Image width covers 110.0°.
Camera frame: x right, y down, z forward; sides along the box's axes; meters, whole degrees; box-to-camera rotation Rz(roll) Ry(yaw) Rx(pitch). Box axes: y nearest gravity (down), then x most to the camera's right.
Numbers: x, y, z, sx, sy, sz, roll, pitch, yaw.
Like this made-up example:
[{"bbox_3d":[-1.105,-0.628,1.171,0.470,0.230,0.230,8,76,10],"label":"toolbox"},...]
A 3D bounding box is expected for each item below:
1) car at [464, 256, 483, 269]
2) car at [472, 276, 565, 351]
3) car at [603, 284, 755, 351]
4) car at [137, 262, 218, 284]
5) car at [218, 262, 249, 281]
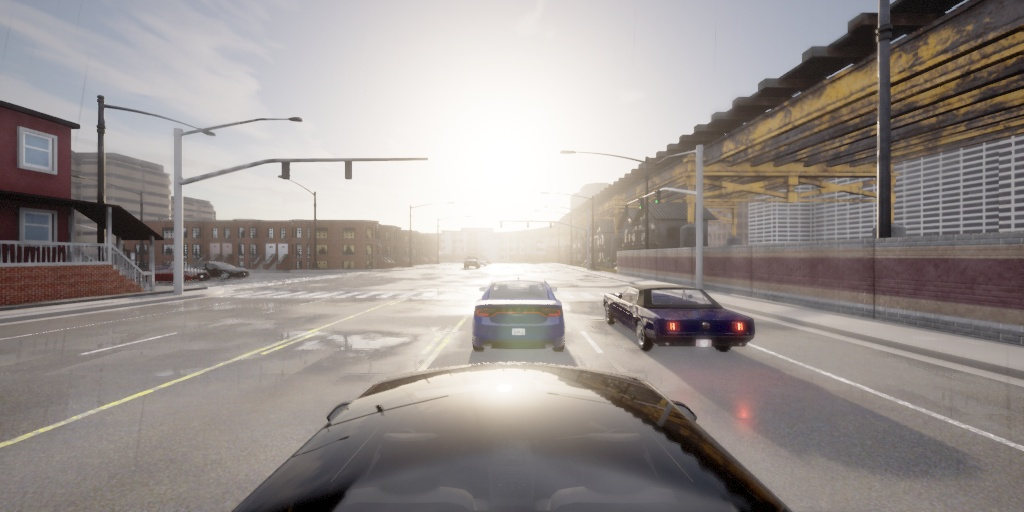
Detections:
[{"bbox_3d":[-6.362,0.971,57.611,2.150,2.045,5.566,0,0,1],"label":"car"},{"bbox_3d":[0.157,1.228,9.003,1.882,1.535,5.008,0,0,1],"label":"car"},{"bbox_3d":[3.656,1.351,8.964,1.895,1.301,4.718,0,0,1],"label":"car"},{"bbox_3d":[-24.775,1.314,26.400,4.181,1.385,1.994,0,0,1],"label":"car"},{"bbox_3d":[-24.693,1.255,29.906,4.892,1.490,1.837,0,0,1],"label":"car"}]
